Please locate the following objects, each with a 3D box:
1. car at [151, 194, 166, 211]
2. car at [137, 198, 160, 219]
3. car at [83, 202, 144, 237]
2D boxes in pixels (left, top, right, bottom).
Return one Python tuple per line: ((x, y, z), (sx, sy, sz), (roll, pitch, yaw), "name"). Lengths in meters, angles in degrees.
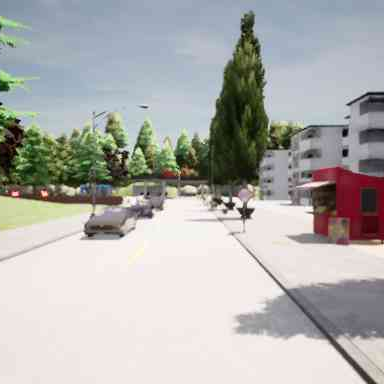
((-4.041, 1.342, 37.630), (1.837, 1.490, 4.892), (0, 0, 1), "car")
((-4.086, 1.444, 27.638), (1.994, 1.385, 4.181), (0, 0, 0), "car")
((-4.100, 1.470, 17.701), (2.033, 1.411, 5.357), (0, 0, 0), "car")
